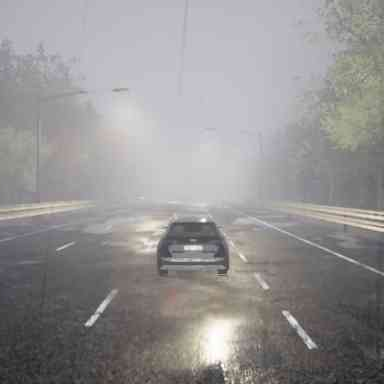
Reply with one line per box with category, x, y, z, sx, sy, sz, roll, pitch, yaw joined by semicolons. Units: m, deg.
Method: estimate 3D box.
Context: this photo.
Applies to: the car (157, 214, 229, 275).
car;0.021;1.467;10.470;2.033;1.649;4.856;0;0;0
